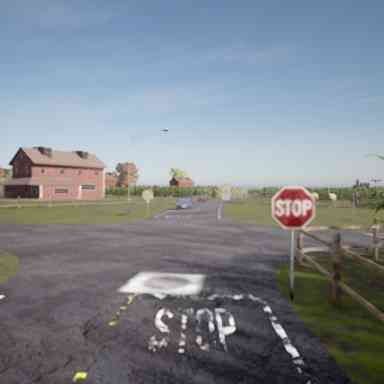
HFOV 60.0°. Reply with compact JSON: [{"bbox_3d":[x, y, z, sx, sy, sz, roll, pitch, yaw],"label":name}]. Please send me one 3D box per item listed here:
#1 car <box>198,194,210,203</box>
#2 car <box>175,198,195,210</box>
[{"bbox_3d":[2.347,1.218,65.779,1.882,1.535,5.008,0,0,9],"label":"car"},{"bbox_3d":[-0.760,1.440,40.656,1.812,1.442,4.674,0,0,5],"label":"car"}]
